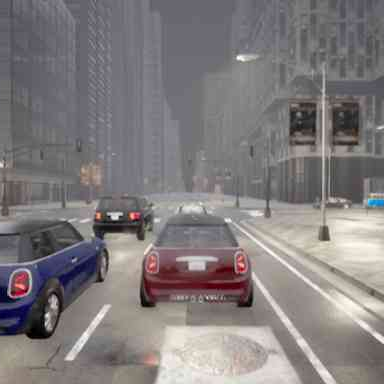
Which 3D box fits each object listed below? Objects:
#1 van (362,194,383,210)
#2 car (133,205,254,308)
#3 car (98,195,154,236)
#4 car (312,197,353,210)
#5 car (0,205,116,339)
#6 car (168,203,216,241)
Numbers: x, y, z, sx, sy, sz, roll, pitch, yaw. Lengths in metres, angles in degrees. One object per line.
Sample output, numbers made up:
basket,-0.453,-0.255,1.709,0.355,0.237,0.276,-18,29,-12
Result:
van,21.423,1.088,37.562,3.998,1.788,1.690,0,0,0
car,0.085,1.308,7.976,2.097,1.767,4.553,0,0,0
car,-3.181,1.132,16.369,2.150,2.045,5.566,0,0,0
car,15.805,1.309,37.576,4.403,1.369,2.008,0,0,0
car,-3.163,1.315,6.657,2.097,1.767,4.553,0,0,0
car,0.057,1.398,17.164,2.128,1.511,4.902,0,0,2
